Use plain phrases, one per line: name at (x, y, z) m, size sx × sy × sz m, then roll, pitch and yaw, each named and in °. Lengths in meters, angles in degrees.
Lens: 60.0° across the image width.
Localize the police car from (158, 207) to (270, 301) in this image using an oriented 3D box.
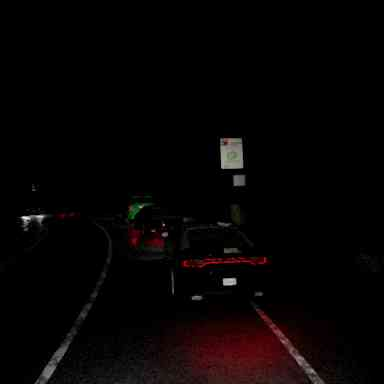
police car at (0.296, 1.403, 8.525) m, size 1.930 × 1.638 × 5.238 m, roll -1°, pitch 0°, yaw -8°

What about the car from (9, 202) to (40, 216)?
car at (-20.122, 2.102, 40.430) m, size 1.837 × 1.490 × 4.892 m, roll -4°, pitch 1°, yaw -44°

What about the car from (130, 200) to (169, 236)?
car at (-2.050, 1.449, 18.592) m, size 1.882 × 1.535 × 5.008 m, roll -2°, pitch 0°, yaw -18°

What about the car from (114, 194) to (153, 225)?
car at (-4.259, 1.213, 24.491) m, size 2.150 × 2.045 × 5.566 m, roll -2°, pitch 0°, yaw -23°

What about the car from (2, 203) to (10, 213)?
car at (-27.553, 2.352, 51.566) m, size 4.892 × 1.490 × 1.837 m, roll -3°, pitch 2°, yaw 34°

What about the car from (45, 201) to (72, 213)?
car at (-17.045, 1.862, 42.284) m, size 4.902 × 1.511 × 2.128 m, roll -2°, pitch 2°, yaw 45°
